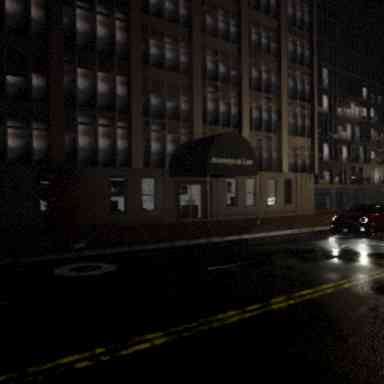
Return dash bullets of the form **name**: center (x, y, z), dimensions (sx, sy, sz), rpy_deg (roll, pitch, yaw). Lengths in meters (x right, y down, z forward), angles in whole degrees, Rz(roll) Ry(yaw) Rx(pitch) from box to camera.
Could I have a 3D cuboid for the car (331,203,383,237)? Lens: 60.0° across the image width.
- **car**: center (9.861, 1.440, 18.791), dimensions (4.553, 1.767, 2.097), rpy_deg (0, 0, -36)
